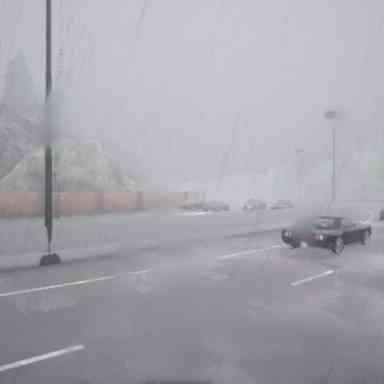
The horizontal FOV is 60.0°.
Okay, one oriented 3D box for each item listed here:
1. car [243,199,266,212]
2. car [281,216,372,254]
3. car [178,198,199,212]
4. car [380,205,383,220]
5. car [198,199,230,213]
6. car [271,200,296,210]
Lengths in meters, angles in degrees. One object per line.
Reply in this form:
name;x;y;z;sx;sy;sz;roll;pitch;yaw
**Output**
car;7.591;1.571;40.017;2.128;1.511;4.902;0;0;27
car;5.679;1.625;13.652;4.718;1.301;1.895;0;0;-44
car;0.172;1.570;40.959;1.882;1.535;5.008;0;0;29
car;16.879;1.604;27.797;1.994;1.385;4.181;0;0;32
car;2.887;1.647;38.737;1.994;1.385;4.181;0;0;29
car;10.460;1.618;37.802;2.033;1.411;5.357;0;0;28
